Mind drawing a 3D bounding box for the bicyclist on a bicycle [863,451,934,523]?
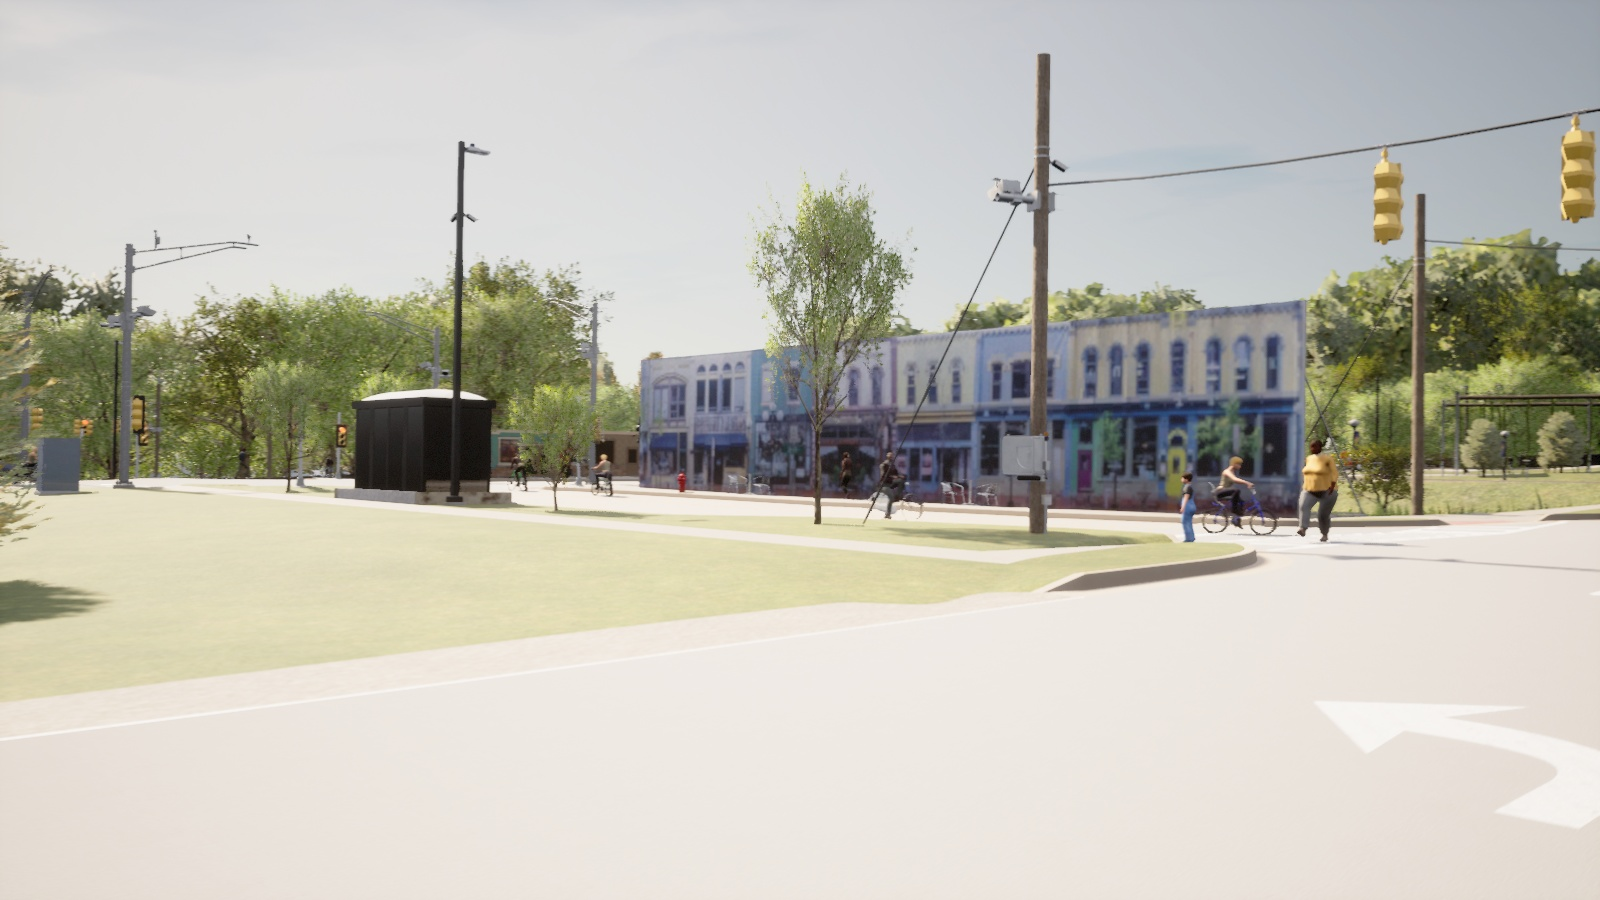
[{"bbox_3d":[2.481,0.934,31.823,0.659,1.776,1.843,1,-2,-42],"label":"bicyclist on a bicycle"}]

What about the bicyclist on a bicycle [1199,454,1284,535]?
[{"bbox_3d":[9.082,0.906,25.841,1.509,1.612,0.866,0,-2,30],"label":"bicyclist on a bicycle"}]

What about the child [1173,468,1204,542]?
[{"bbox_3d":[6.687,0.937,21.626,0.437,1.263,0.270,0,-1,41],"label":"child"}]

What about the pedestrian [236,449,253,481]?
[{"bbox_3d":[-31.276,0.852,70.719,0.370,1.835,0.726,0,-1,38],"label":"pedestrian"}]

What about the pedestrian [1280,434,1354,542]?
[{"bbox_3d":[9.147,0.657,22.209,0.900,1.855,0.874,1,-1,-38],"label":"pedestrian"}]

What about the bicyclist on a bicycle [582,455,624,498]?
[{"bbox_3d":[-7.604,1.011,48.409,0.866,1.612,1.509,1,-1,-42],"label":"bicyclist on a bicycle"}]

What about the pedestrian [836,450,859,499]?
[{"bbox_3d":[1.764,0.914,46.558,0.328,1.805,0.869,1,-1,-40],"label":"pedestrian"}]
